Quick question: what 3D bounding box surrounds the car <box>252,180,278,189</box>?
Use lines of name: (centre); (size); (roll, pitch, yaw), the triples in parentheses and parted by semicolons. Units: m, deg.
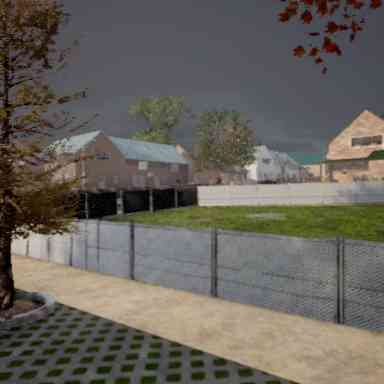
car: (9.540, -0.742, 44.235); (1.882, 1.535, 5.008); (0, 3, 43)

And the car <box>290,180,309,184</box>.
car: (16.602, -1.188, 52.028); (1.895, 1.301, 4.718); (0, 3, 42)

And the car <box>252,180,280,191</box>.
car: (11.178, -0.972, 50.167); (1.837, 1.490, 4.892); (0, 3, 42)

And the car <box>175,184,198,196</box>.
car: (-0.691, -0.095, 37.315); (1.882, 1.535, 5.008); (0, 3, 43)
